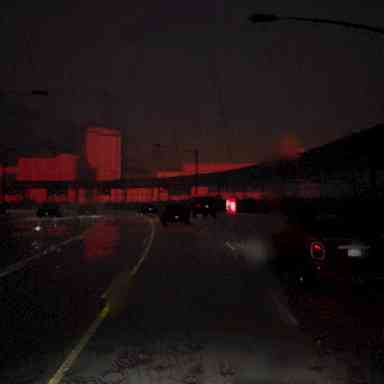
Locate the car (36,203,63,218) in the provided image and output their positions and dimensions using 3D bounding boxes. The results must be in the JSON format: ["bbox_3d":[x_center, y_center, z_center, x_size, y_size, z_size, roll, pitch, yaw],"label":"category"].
[{"bbox_3d":[-13.972,1.793,32.810,1.812,1.442,4.674,0,-2,-16],"label":"car"}]

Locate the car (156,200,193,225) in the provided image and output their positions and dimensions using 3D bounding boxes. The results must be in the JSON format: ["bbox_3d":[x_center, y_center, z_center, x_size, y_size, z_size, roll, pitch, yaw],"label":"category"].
[{"bbox_3d":[-1.398,1.568,24.803,1.882,1.535,5.008,0,-1,-9],"label":"car"}]

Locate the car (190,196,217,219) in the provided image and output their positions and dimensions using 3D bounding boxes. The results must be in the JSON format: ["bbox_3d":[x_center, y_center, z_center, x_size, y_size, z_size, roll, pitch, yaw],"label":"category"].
[{"bbox_3d":[0.777,1.458,32.228,2.150,2.045,5.566,0,-1,-12],"label":"car"}]

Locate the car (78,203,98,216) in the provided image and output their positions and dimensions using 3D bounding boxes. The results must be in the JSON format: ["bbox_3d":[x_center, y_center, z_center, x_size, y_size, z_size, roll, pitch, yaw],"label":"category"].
[{"bbox_3d":[-11.416,1.947,36.555,1.994,1.385,4.181,0,-2,-17],"label":"car"}]

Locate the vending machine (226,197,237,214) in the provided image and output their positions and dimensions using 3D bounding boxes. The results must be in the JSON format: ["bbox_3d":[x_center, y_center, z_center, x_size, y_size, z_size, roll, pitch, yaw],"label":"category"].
[{"bbox_3d":[4.791,1.658,40.437,1.100,2.100,0.880,1,-2,-16],"label":"vending machine"}]

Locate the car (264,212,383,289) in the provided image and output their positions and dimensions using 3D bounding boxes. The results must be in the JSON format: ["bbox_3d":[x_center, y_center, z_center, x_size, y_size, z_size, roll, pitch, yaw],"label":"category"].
[{"bbox_3d":[3.498,1.361,9.404,2.097,1.767,4.553,0,0,-2],"label":"car"}]

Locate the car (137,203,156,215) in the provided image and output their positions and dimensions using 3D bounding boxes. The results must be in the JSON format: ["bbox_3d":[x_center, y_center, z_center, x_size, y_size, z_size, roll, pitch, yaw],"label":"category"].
[{"bbox_3d":[-5.608,2.120,41.985,1.994,1.385,4.181,0,-2,-18],"label":"car"}]
